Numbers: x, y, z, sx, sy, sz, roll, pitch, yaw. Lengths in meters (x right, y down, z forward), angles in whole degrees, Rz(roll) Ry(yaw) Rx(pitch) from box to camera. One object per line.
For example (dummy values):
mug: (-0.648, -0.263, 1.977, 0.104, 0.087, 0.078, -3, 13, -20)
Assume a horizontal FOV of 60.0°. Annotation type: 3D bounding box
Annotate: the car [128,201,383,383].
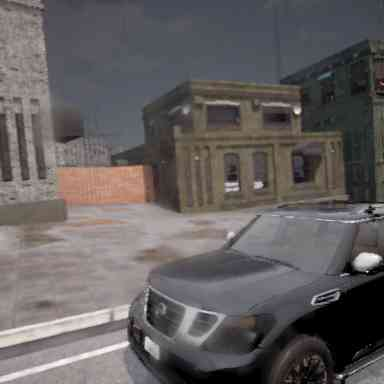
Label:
car: (1.913, 1.196, 4.839, 5.566, 2.045, 2.150, 0, 0, -33)
